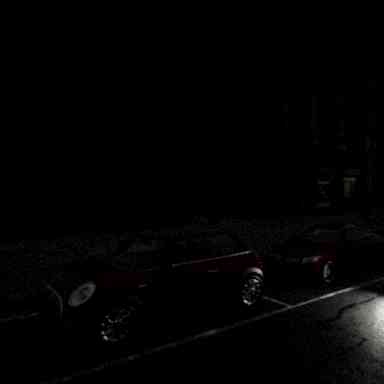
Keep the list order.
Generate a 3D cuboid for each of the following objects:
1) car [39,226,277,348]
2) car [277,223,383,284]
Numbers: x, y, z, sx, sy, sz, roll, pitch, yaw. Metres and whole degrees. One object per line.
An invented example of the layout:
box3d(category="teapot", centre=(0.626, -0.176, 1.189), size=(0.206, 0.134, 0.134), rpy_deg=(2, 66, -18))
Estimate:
box3d(category="car", centre=(-0.603, 1.438, 6.212), size=(4.097, 1.590, 1.967), rpy_deg=(0, 0, -35))
box3d(category="car", centre=(3.985, 1.578, 9.485), size=(4.206, 1.307, 1.802), rpy_deg=(0, 0, -35))
